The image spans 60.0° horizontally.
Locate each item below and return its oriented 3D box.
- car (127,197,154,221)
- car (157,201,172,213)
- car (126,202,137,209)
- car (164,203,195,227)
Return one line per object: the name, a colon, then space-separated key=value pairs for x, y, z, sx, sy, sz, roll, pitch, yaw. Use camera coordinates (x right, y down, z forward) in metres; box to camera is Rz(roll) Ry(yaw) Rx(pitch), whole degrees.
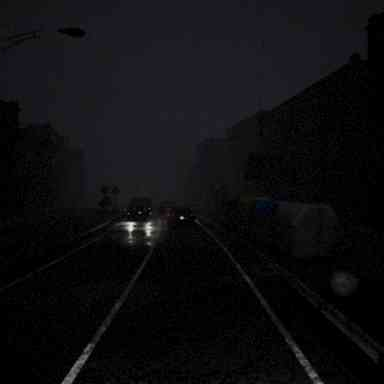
car: x=-4.715 y=1.440 z=30.620 sx=2.150 sy=2.045 sz=5.566 roll=0 pitch=-1 yaw=-7
car: x=-3.297 y=1.877 z=42.178 sx=1.837 sy=1.490 sz=4.892 roll=0 pitch=-2 yaw=-10
car: x=-13.221 y=2.970 z=72.245 sx=2.033 sy=1.411 sz=5.357 roll=0 pitch=-1 yaw=-13
car: x=-0.870 y=1.746 z=24.680 sx=1.994 sy=1.385 sz=4.181 roll=0 pitch=0 yaw=-5
